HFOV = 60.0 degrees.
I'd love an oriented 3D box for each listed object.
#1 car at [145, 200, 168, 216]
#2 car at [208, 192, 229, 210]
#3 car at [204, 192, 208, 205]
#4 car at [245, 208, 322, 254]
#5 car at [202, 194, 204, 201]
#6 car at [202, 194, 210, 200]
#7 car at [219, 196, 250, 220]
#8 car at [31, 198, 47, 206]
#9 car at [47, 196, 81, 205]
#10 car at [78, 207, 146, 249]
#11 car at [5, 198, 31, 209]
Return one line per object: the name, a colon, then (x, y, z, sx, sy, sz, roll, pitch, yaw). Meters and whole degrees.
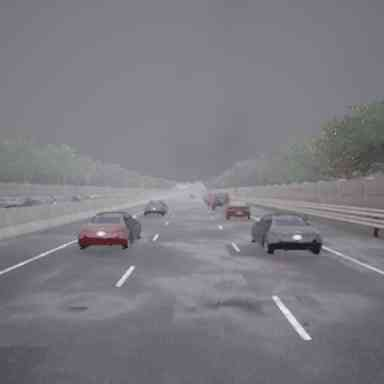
car: (-3.401, 1.482, 31.892, 1.994, 1.385, 4.181, 0, 0, 0)
car: (3.499, 1.120, 40.908, 2.150, 2.045, 5.566, 0, 0, 0)
car: (3.499, 1.098, 51.910, 2.150, 2.045, 5.566, 0, 0, 0)
car: (3.599, 1.525, 13.374, 1.994, 1.385, 4.181, 0, 0, 0)
car: (3.499, 1.078, 62.912, 2.150, 2.045, 5.566, 0, 0, 0)
car: (3.498, 1.333, 84.887, 1.837, 1.490, 4.892, 0, 0, 0)
car: (3.599, 1.406, 27.570, 1.882, 1.535, 5.008, 0, 0, 0)
car: (-17.583, 1.444, 41.656, 2.033, 1.411, 5.357, 0, 0, 0)
car: (-14.088, 1.256, 37.564, 2.097, 1.767, 4.553, 0, 0, 0)
car: (-3.401, 1.524, 14.435, 1.994, 1.385, 4.181, 0, 0, 0)
car: (-21.080, 1.444, 41.601, 2.033, 1.411, 5.357, 0, 0, 0)
